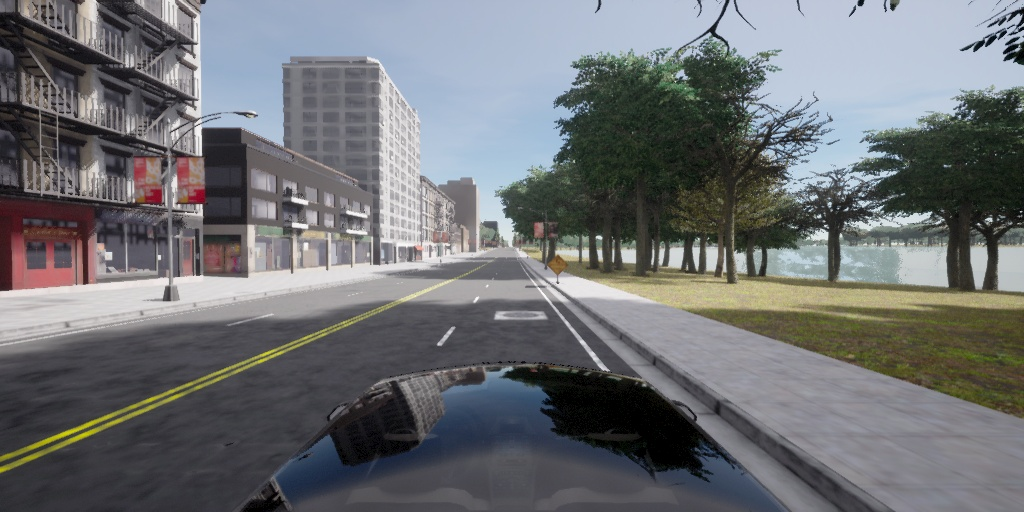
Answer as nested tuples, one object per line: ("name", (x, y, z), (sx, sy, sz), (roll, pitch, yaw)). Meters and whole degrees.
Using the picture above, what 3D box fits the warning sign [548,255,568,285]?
("warning sign", (2.850, 0.845, 22.496), (1.300, 1.860, 1.060), (0, 0, 0))
